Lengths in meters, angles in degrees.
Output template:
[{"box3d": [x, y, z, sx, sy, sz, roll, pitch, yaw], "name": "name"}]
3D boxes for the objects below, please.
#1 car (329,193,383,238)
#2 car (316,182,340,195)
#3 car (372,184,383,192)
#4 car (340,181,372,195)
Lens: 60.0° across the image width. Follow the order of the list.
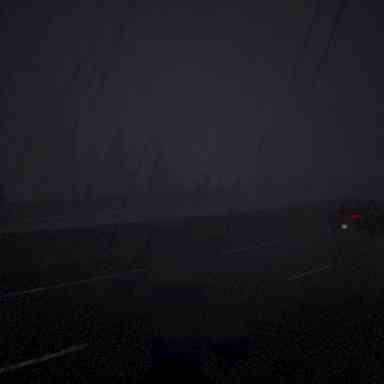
[{"box3d": [8.228, 1.094, 15.599, 4.902, 1.511, 2.128, -5, 3, -41], "name": "car"}, {"box3d": [17.646, -0.465, 42.422, 4.674, 1.442, 1.812, -5, 3, -41], "name": "car"}, {"box3d": [22.302, -0.463, 37.195, 4.181, 1.385, 1.994, -5, 3, -41], "name": "car"}, {"box3d": [20.073, -0.514, 39.894, 4.892, 1.490, 1.837, -5, 3, -41], "name": "car"}]
